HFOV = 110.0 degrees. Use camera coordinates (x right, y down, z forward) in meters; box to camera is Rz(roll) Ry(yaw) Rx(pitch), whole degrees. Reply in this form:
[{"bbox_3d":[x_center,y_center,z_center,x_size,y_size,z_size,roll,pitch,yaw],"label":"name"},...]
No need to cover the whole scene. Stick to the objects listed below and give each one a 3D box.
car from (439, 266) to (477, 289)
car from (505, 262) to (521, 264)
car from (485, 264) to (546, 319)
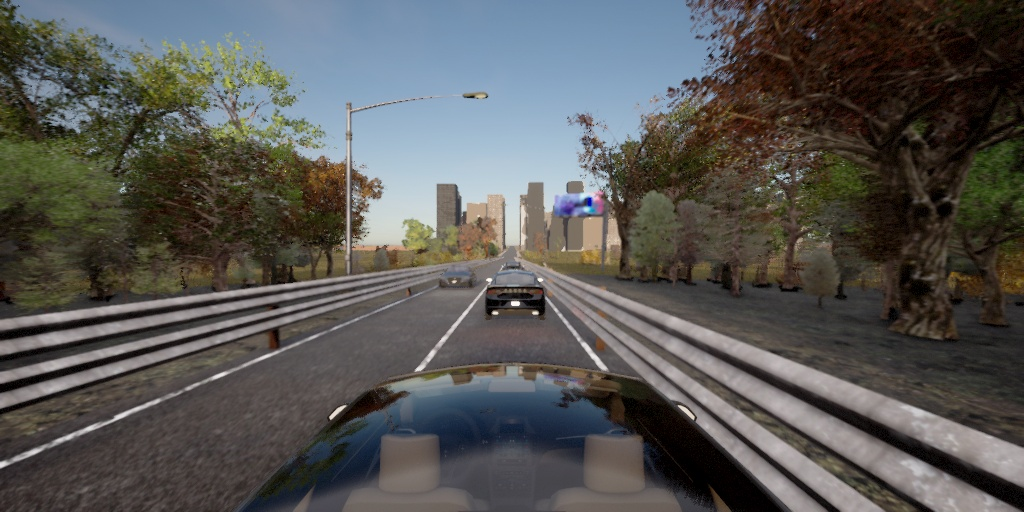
[{"bbox_3d":[-3.355,1.302,22.909,1.994,1.385,4.181,0,0,0],"label":"car"},{"bbox_3d":[0.080,1.237,32.513,1.837,1.490,4.892,0,0,0],"label":"car"},{"bbox_3d":[0.098,1.222,12.807,1.882,1.535,5.008,0,0,0],"label":"car"}]
